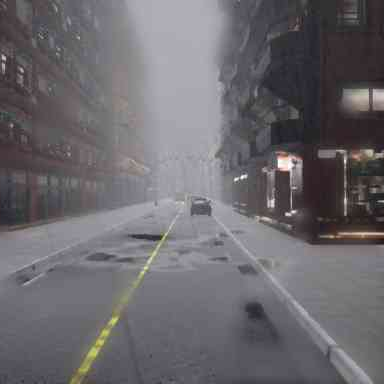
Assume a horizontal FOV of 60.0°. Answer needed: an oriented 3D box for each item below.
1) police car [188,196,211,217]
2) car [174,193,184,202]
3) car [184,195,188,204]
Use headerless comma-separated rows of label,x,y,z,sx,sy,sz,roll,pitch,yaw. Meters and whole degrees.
police car,0.825,1.447,32.201,1.930,1.638,5.238,0,0,0
car,-2.750,1.276,75.929,2.150,2.045,5.566,0,0,0
car,0.000,1.445,67.620,2.097,1.767,4.553,0,0,0
